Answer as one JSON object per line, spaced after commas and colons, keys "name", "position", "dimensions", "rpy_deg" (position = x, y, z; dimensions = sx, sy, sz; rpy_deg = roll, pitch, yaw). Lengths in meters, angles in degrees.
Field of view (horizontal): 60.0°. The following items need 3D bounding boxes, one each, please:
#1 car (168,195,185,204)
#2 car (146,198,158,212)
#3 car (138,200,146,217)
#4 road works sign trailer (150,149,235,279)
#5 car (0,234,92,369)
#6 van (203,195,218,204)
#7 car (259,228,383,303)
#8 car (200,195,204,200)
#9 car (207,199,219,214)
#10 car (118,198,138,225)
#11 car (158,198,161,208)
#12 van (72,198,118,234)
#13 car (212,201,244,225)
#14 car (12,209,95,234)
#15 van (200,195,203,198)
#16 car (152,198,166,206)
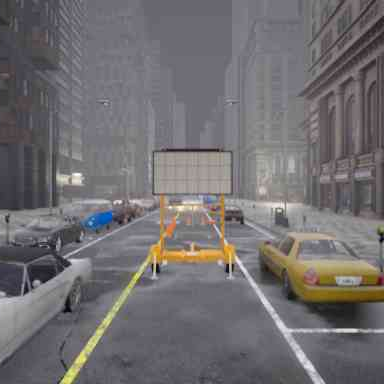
{"name": "car", "position": [-2.924, 1.390, 57.996], "dimensions": [2.150, 2.045, 5.566], "rpy_deg": [0, 0, 1]}
{"name": "car", "position": [-5.690, 1.643, 41.073], "dimensions": [1.752, 1.417, 4.829], "rpy_deg": [0, 0, 0]}
{"name": "car", "position": [-5.710, 1.631, 30.192], "dimensions": [1.887, 1.381, 4.507], "rpy_deg": [0, 0, 0]}
{"name": "road works sign trailer", "position": [0.019, 0.493, 10.105], "dimensions": [2.380, 3.560, 2.880], "rpy_deg": [0, 0, 0]}
{"name": "car", "position": [-3.091, 1.615, 4.932], "dimensions": [1.895, 1.301, 4.718], "rpy_deg": [0, 0, 0]}
{"name": "van", "position": [2.871, 1.475, 46.734], "dimensions": [1.690, 1.788, 3.998], "rpy_deg": [0, 0, 0]}
{"name": "car", "position": [2.786, 1.549, 8.229], "dimensions": [1.752, 1.417, 4.829], "rpy_deg": [0, 0, 0]}
{"name": "car", "position": [2.895, 1.711, 57.783], "dimensions": [1.887, 1.381, 4.507], "rpy_deg": [0, 0, 0]}
{"name": "car", "position": [2.846, 1.684, 35.683], "dimensions": [1.802, 1.307, 4.206], "rpy_deg": [0, 0, 0]}
{"name": "car", "position": [-5.719, 1.385, 24.667], "dimensions": [2.192, 1.841, 5.009], "rpy_deg": [0, 0, 0]}
{"name": "car", "position": [-5.680, 1.678, 46.768], "dimensions": [1.887, 1.381, 4.507], "rpy_deg": [0, 0, 0]}
{"name": "van", "position": [-5.730, 1.396, 19.142], "dimensions": [1.690, 1.788, 3.998], "rpy_deg": [0, 0, 0]}
{"name": "car", "position": [2.822, 1.621, 24.633], "dimensions": [2.008, 1.369, 4.403], "rpy_deg": [0, 0, 0]}
{"name": "car", "position": [-5.740, 1.590, 13.615], "dimensions": [2.008, 1.369, 4.403], "rpy_deg": [0, 0, 0]}
{"name": "van", "position": [2.908, 1.524, 63.309], "dimensions": [1.690, 1.788, 3.998], "rpy_deg": [0, 0, 0]}
{"name": "car", "position": [-5.660, 1.711, 57.818], "dimensions": [1.887, 1.381, 4.507], "rpy_deg": [0, 0, 0]}
